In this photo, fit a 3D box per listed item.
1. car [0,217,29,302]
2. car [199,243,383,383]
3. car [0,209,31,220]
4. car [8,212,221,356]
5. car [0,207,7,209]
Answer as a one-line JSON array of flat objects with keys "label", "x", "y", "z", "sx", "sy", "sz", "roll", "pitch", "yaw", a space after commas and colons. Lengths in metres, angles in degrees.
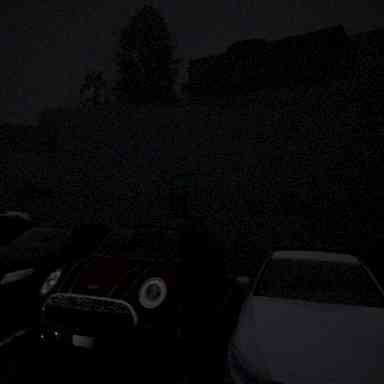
[{"label": "car", "x": -3.228, "y": 1.471, "z": 8.106, "sx": 2.002, "sy": 1.452, "sz": 4.674, "roll": 1, "pitch": 0, "yaw": 16}, {"label": "car", "x": 1.655, "y": 1.518, "z": 4.620, "sx": 2.002, "sy": 1.452, "sz": 4.674, "roll": 1, "pitch": 0, "yaw": 16}, {"label": "car", "x": -5.677, "y": 1.426, "z": 9.882, "sx": 2.163, "sy": 1.488, "sz": 4.792, "roll": 1, "pitch": 0, "yaw": 16}, {"label": "car", "x": -0.777, "y": 1.329, "z": 6.393, "sx": 2.185, "sy": 1.767, "sz": 4.553, "roll": 1, "pitch": 0, "yaw": 16}, {"label": "car", "x": -8.113, "y": 1.109, "z": 11.624, "sx": 2.435, "sy": 2.045, "sz": 5.566, "roll": 1, "pitch": 0, "yaw": 15}]
